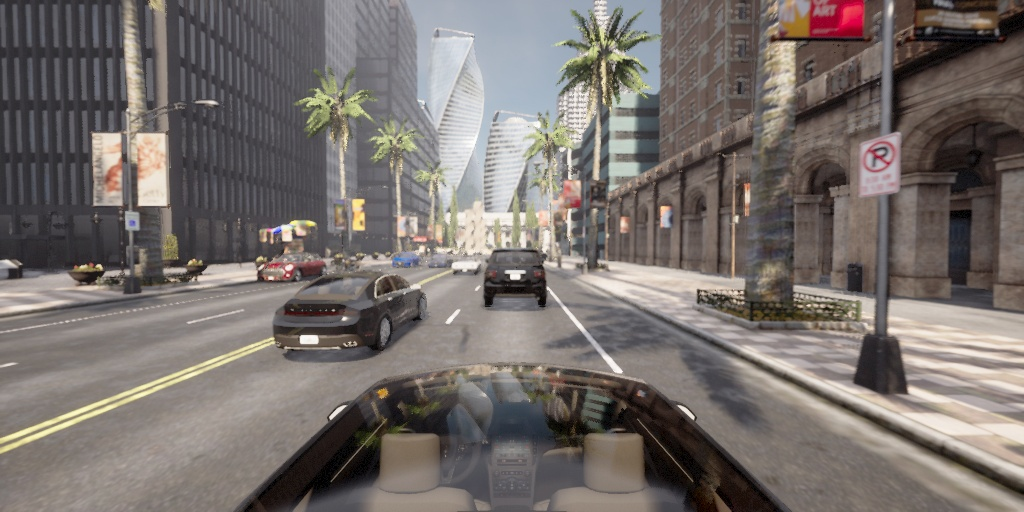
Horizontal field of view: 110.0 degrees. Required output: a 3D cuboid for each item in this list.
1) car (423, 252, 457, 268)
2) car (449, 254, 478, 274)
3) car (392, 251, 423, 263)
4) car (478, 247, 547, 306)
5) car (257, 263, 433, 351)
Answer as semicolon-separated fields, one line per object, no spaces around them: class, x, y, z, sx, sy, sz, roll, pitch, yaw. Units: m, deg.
car;-7.270;0.466;36.748;2.033;1.411;5.357;0;1;-1
car;-3.495;0.713;28.583;1.895;1.301;4.718;0;1;0
car;-10.768;0.394;36.821;1.882;1.535;5.008;0;1;-1
car;0.111;0.681;13.943;2.150;2.045;5.566;0;1;0
car;-3.413;1.096;8.480;1.837;1.490;4.892;0;2;0
